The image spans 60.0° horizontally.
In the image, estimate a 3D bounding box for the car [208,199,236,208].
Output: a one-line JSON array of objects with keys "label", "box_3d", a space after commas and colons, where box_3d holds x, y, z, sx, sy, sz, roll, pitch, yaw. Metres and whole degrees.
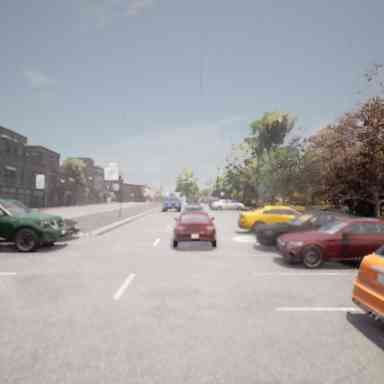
[{"label": "car", "box_3d": [5.142, 1.995, 57.200, 4.674, 1.452, 2.002, 0, -1, 0]}]

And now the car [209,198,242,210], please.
[{"label": "car", "box_3d": [5.131, 1.893, 47.503, 4.674, 1.452, 2.002, 0, -1, 0]}]

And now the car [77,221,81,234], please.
[{"label": "car", "box_3d": [-7.991, 1.539, 16.270, 4.892, 1.521, 2.231, 0, 0, 0]}]

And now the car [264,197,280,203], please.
[{"label": "car", "box_3d": [17.582, 1.848, 69.893, 4.902, 1.511, 2.128, -1, -3, -1]}]

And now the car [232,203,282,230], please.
[{"label": "car", "box_3d": [5.093, 1.558, 19.019, 5.008, 1.535, 2.097, 0, -1, 0]}]

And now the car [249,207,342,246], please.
[{"label": "car", "box_3d": [5.097, 1.520, 13.451, 5.008, 1.535, 2.097, 0, 0, 0]}]

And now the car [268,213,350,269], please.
[{"label": "car", "box_3d": [5.091, 1.547, 10.664, 4.674, 1.452, 2.002, 0, 0, 0]}]

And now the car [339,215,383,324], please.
[{"label": "car", "box_3d": [5.055, 1.363, 5.096, 4.553, 1.767, 2.185, 0, 0, 0]}]

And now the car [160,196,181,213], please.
[{"label": "car", "box_3d": [-2.751, 1.544, 42.686, 2.150, 2.045, 5.566, -1, 0, -10]}]

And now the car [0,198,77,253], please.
[{"label": "car", "box_3d": [-7.960, 1.269, 13.471, 5.566, 2.045, 2.435, 0, 0, 0]}]

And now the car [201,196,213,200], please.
[{"label": "car", "box_3d": [5.206, 2.086, 81.536, 4.553, 1.767, 2.185, 0, -1, 0]}]

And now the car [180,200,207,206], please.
[{"label": "car", "box_3d": [0.127, 1.715, 30.016, 1.812, 1.442, 4.674, 0, -1, 0]}]

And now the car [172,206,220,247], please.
[{"label": "car", "box_3d": [0.102, 1.578, 15.209, 1.812, 1.442, 4.674, 0, -1, -1]}]

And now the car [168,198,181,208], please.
[{"label": "car", "box_3d": [-3.185, 1.917, 60.705, 2.097, 1.767, 4.553, 0, -1, 0]}]

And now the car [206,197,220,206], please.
[{"label": "car", "box_3d": [5.143, 1.886, 50.651, 5.008, 1.535, 2.097, 0, -1, 0]}]
